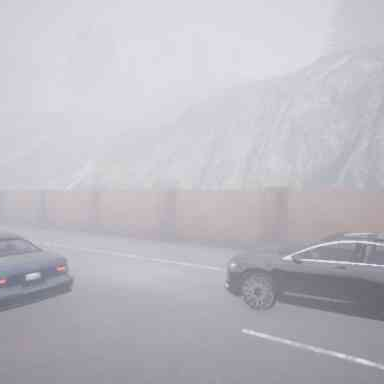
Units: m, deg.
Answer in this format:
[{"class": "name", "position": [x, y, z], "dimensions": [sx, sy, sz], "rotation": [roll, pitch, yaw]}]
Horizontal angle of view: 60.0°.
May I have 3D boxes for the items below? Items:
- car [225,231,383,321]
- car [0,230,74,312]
[{"class": "car", "position": [2.962, 1.493, 6.142], "dimensions": [4.902, 1.511, 2.128], "rotation": [0, 0, 35]}, {"class": "car", "position": [-4.905, 1.558, 7.363], "dimensions": [5.357, 1.411, 2.033], "rotation": [0, 0, 35]}]
